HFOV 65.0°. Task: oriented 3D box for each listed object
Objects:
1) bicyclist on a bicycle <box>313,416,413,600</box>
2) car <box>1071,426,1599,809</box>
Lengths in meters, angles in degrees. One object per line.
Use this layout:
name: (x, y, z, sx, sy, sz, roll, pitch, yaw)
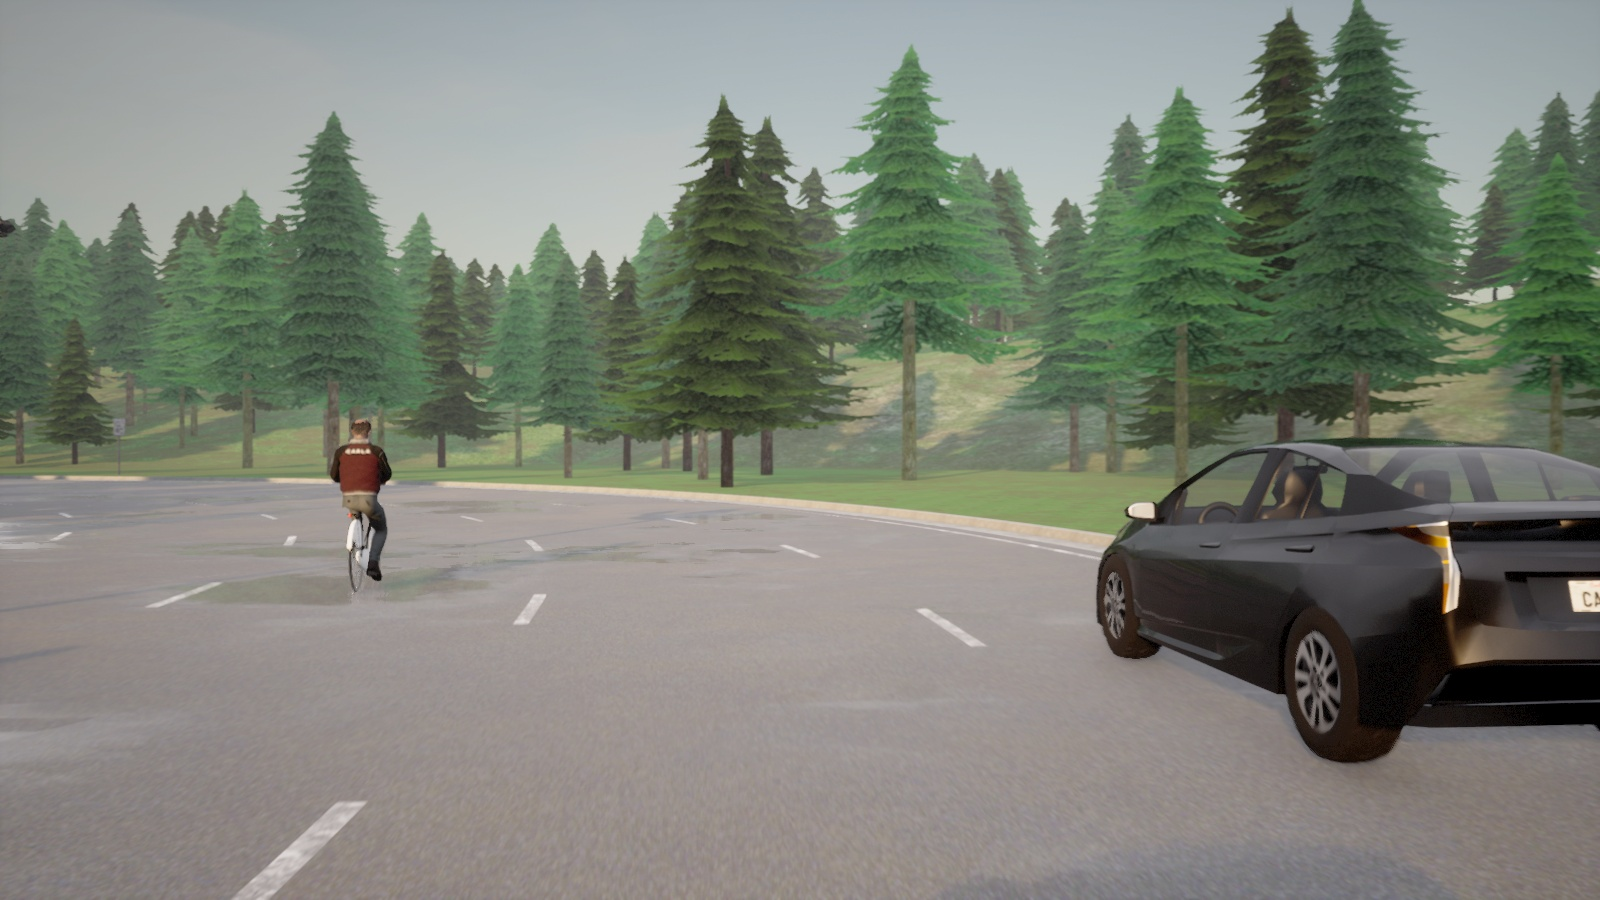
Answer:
bicyclist on a bicycle: (-4.540, 0.553, 13.157, 0.659, 1.776, 1.843, -1, 1, -10)
car: (3.205, 0.656, 7.322, 2.007, 1.525, 4.514, 0, 0, -4)
